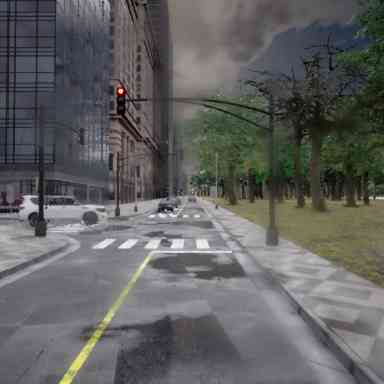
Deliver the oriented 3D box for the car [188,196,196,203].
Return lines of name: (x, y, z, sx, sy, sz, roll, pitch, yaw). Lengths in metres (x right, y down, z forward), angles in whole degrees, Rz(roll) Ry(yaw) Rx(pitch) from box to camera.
car: (0.089, 1.774, 79.422, 2.128, 1.511, 4.902, 0, 0, 0)

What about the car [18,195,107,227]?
car: (-8.635, 1.242, 22.503, 5.566, 2.045, 2.150, 0, -1, -13)

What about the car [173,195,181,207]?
car: (-3.041, 1.624, 49.544, 1.837, 1.490, 4.892, 0, 0, 0)

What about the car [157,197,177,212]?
car: (-3.083, 1.627, 39.411, 2.033, 1.411, 5.357, 0, 0, -4)
